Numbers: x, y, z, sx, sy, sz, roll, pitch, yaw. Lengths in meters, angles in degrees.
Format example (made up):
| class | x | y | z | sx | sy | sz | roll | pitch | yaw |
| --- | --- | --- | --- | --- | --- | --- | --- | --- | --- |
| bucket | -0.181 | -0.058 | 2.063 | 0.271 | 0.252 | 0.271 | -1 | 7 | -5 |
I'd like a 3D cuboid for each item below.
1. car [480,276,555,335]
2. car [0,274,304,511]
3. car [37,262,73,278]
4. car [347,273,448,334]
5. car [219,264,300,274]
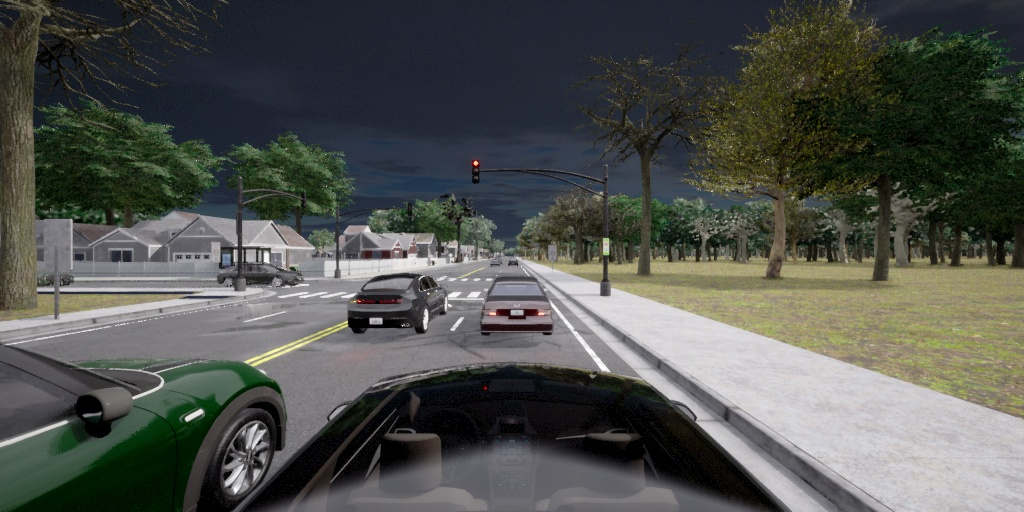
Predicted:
| class | x | y | z | sx | sy | sz | roll | pitch | yaw |
| --- | --- | --- | --- | --- | --- | --- | --- | --- | --- |
| car | 0.118 | 1.297 | 10.429 | 2.033 | 1.411 | 5.357 | 0 | 0 | 0 |
| car | -3.148 | 1.102 | 1.484 | 2.097 | 1.767 | 4.553 | 0 | 0 | 0 |
| car | -31.225 | 1.146 | 22.996 | 4.553 | 1.767 | 2.097 | 0 | 0 | 1 |
| car | -3.138 | 1.254 | 10.682 | 1.837 | 1.490 | 4.892 | 0 | 0 | 0 |
| car | -16.130 | 1.273 | 23.122 | 4.892 | 1.490 | 1.837 | 0 | 0 | -2 |
